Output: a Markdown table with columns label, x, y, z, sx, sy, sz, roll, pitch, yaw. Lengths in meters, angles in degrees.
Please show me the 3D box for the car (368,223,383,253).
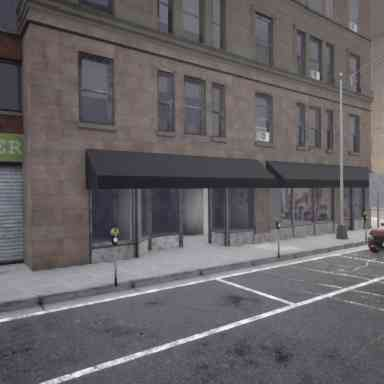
| label | x | y | z | sx | sy | sz | roll | pitch | yaw |
| --- | --- | --- | --- | --- | --- | --- | --- | --- | --- |
| car | 8.399 | 1.542 | 12.584 | 4.507 | 1.381 | 1.887 | 0 | -1 | -36 |
